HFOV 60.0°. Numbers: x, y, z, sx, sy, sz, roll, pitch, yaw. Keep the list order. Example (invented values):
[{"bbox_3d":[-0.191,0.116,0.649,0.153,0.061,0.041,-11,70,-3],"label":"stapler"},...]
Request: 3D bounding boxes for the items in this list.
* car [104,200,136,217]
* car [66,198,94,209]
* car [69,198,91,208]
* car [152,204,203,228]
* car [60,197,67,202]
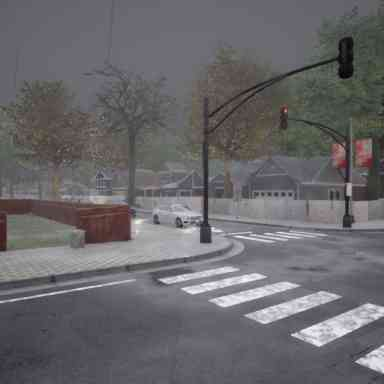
[{"bbox_3d":[-6.884,1.513,30.789,1.882,1.535,5.008,0,0,-36],"label":"car"},{"bbox_3d":[-12.873,1.530,39.168,1.882,1.535,5.008,0,0,-35],"label":"car"},{"bbox_3d":[-16.760,1.654,49.573,1.994,1.385,4.181,0,0,-35],"label":"car"},{"bbox_3d":[-1.043,1.547,22.621,1.812,1.442,4.674,0,0,-36],"label":"car"},{"bbox_3d":[-22.422,1.601,57.379,2.128,1.511,4.902,0,0,-36],"label":"car"}]
